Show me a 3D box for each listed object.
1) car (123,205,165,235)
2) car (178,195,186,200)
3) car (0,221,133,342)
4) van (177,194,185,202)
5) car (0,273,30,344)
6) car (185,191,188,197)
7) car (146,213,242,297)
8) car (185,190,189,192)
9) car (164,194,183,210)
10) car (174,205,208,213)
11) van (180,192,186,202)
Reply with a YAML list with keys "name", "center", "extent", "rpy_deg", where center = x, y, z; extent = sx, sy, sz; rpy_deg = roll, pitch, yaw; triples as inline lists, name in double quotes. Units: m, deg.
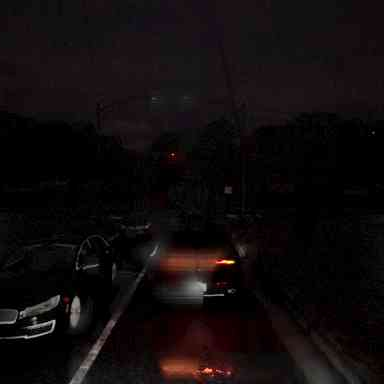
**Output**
- name: "car"
  center: [-2.642, 1.584, 17.463]
  extent: [1.802, 1.307, 4.206]
  rpy_deg: [-2, 0, 0]
- name: "car"
  center: [-2.569, 1.442, 88.560]
  extent: [2.008, 1.369, 4.403]
  rpy_deg: [-1, 0, 0]
- name: "car"
  center: [-2.653, 1.549, 6.568]
  extent: [2.008, 1.369, 4.403]
  rpy_deg: [-2, 0, 0]
- name: "van"
  center: [-2.587, 1.313, 77.476]
  extent: [1.690, 1.788, 3.998]
  rpy_deg: [-1, 0, 0]
- name: "car"
  center: [-2.658, 1.550, 1.120]
  extent: [2.008, 1.369, 4.403]
  rpy_deg: [-2, 0, 0]
- name: "car"
  center: [-2.595, 1.318, 71.940]
  extent: [2.192, 1.841, 5.009]
  rpy_deg: [-1, 0, 0]
- name: "car"
  center: [0.111, 1.503, 8.521]
  extent: [1.837, 1.490, 4.892]
  rpy_deg: [0, 0, 0]
- name: "car"
  center: [-2.566, 1.145, 94.110]
  extent: [2.192, 1.841, 5.009]
  rpy_deg: [-1, 1, 0]
- name: "car"
  center: [-2.623, 1.489, 44.240]
  extent: [1.967, 1.590, 4.097]
  rpy_deg: [-2, 0, 0]
- name: "car"
  center: [0.147, 1.604, 18.652]
  extent: [1.895, 1.301, 4.718]
  rpy_deg: [0, 0, 1]
- name: "van"
  center: [-2.599, 1.369, 66.396]
  extent: [1.690, 1.788, 3.998]
  rpy_deg: [-1, 0, 0]
